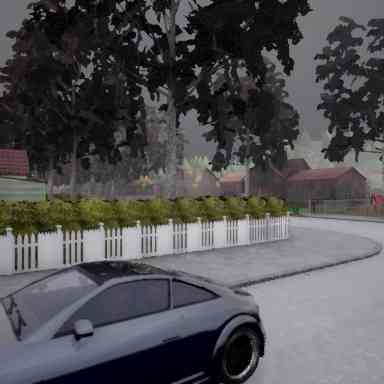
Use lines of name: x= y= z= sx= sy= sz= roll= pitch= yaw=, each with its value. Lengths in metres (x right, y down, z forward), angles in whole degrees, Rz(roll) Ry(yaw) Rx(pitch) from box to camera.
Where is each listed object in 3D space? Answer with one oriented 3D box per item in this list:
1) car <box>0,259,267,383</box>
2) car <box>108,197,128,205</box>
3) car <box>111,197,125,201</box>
car: x=-1.110 y=1.564 z=3.815 sx=4.181 sy=1.385 sz=1.994 roll=0 pitch=0 yaw=-35
car: x=-13.117 y=1.564 z=58.745 sx=1.994 sy=1.385 sz=4.181 roll=0 pitch=0 yaw=-35
car: x=-10.474 y=1.564 z=47.860 sx=1.994 sy=1.385 sz=4.181 roll=0 pitch=0 yaw=-34
